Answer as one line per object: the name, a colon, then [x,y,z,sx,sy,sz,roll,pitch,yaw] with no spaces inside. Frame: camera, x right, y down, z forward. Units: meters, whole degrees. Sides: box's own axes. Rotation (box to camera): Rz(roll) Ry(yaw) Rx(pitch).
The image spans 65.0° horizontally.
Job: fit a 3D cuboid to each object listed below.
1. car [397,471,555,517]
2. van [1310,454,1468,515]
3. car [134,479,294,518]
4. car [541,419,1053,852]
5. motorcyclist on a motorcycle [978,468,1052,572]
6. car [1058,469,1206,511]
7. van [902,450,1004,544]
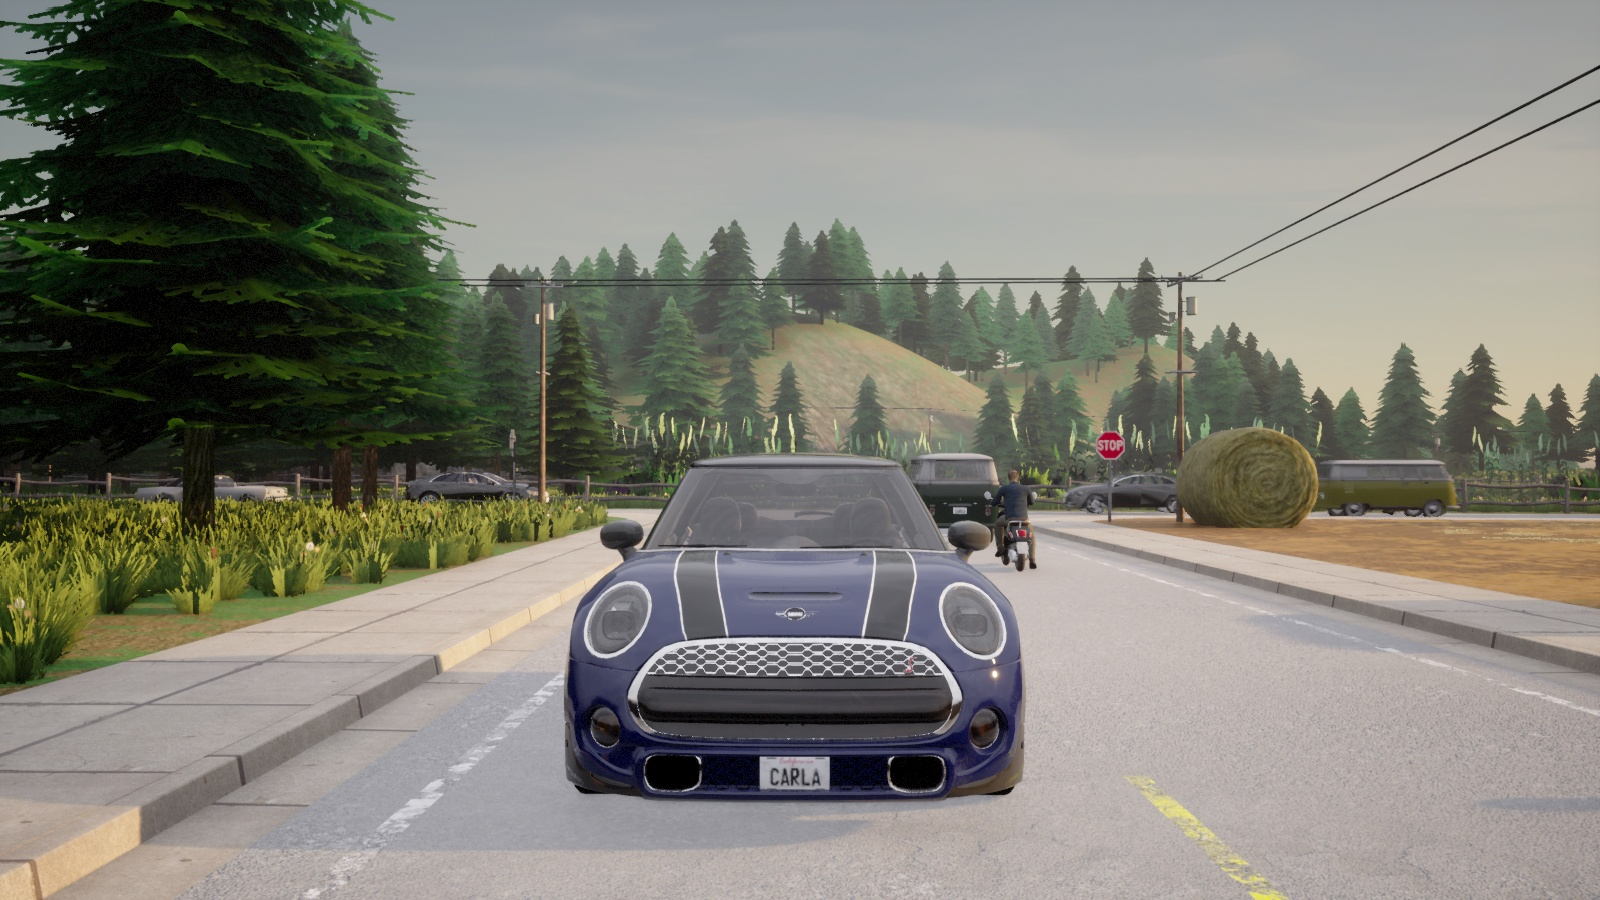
car: [-11.184,1.512,43.634,4.902,1.511,2.128,0,-1,3]
van: [19.751,1.161,42.216,4.442,1.987,1.775,0,-1,3]
car: [-20.475,1.699,44.022,4.718,1.301,1.895,0,-1,1]
car: [-0.021,0.798,7.441,2.097,1.767,4.553,0,-1,0]
motorcyclist on a motorcycle: [3.447,1.093,20.245,0.866,1.590,1.817,0,-1,0]
car: [12.124,1.459,46.066,4.902,1.511,2.128,0,-1,3]
van: [3.424,1.038,28.899,1.775,1.987,4.442,0,-1,0]
